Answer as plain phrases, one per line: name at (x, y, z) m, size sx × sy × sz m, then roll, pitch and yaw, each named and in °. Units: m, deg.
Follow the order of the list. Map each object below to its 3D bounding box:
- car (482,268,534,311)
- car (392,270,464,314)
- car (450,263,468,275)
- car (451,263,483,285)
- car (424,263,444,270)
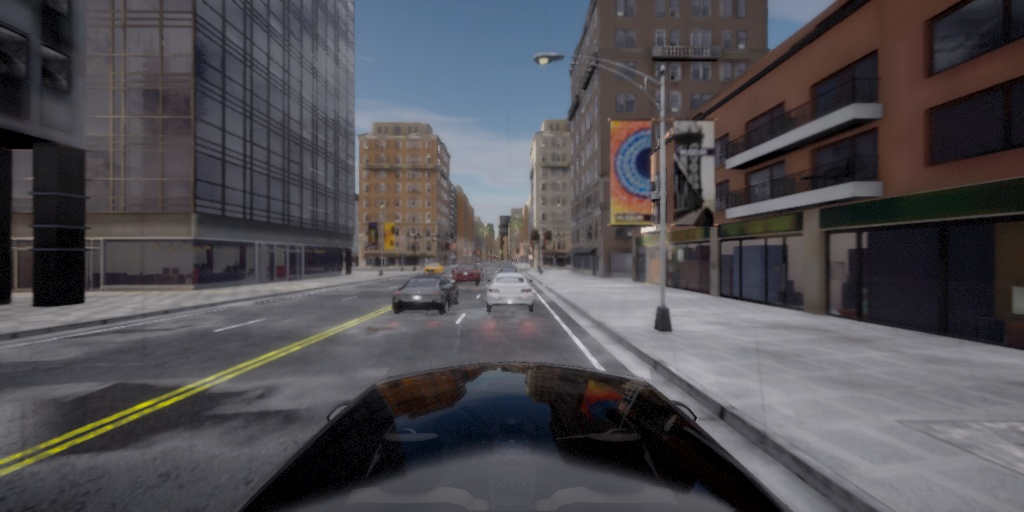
car at (-0.076, 1.404, 15.096) m, size 1.812 × 1.442 × 4.674 m, roll 0°, pitch 0°, yaw 0°
car at (-3.323, 1.438, 14.518) m, size 1.994 × 1.385 × 4.181 m, roll 0°, pitch 0°, yaw 0°
car at (-7.078, 1.726, 48.295) m, size 1.812 × 1.442 × 4.674 m, roll 0°, pitch -1°, yaw 0°
car at (-3.503, 1.366, 29.187) m, size 2.097 × 1.767 × 4.553 m, roll 0°, pitch -1°, yaw 0°
car at (-10.325, 1.674, 47.818) m, size 1.882 × 1.535 × 5.008 m, roll 0°, pitch -1°, yaw 0°
